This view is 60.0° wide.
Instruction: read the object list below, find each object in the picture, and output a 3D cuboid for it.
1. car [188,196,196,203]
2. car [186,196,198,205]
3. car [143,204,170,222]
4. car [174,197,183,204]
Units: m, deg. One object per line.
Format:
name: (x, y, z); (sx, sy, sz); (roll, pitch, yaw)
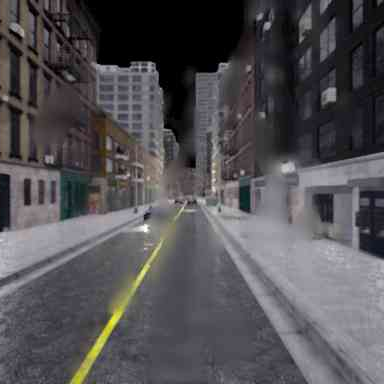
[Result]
car: (-0.014, 1.708, 76.738); (1.837, 1.490, 4.892); (0, 0, 0)
car: (0.001, 1.762, 64.157); (1.837, 1.490, 4.892); (0, -1, 0)
car: (-2.854, 1.695, 27.387); (1.895, 1.301, 4.718); (0, 0, 0)
car: (-2.763, 1.805, 69.706); (2.033, 1.411, 5.357); (0, 0, 0)
